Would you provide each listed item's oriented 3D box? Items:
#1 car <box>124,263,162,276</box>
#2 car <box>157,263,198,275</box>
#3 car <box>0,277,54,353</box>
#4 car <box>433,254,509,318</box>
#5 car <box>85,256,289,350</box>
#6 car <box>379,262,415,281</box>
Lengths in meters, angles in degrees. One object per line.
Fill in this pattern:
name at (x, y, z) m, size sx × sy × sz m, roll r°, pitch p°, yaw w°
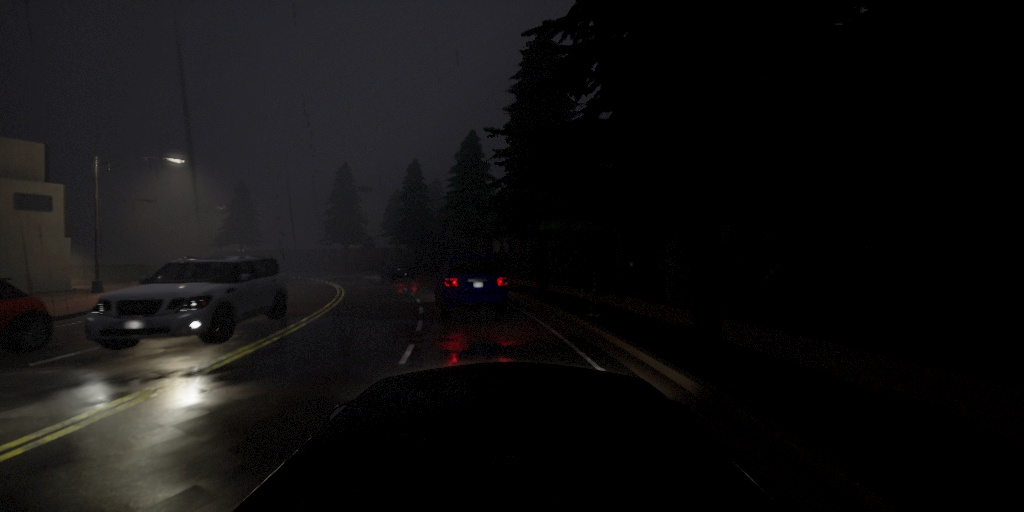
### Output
car at (-43.019, 1.569, 41.763) m, size 4.674 × 1.442 × 1.812 m, roll -1°, pitch 0°, yaw 27°
car at (-42.325, 1.574, 45.336) m, size 5.357 × 1.411 × 2.033 m, roll 0°, pitch 0°, yaw 27°
car at (-11.103, 1.195, 5.990) m, size 2.097 × 1.767 × 4.553 m, roll -1°, pitch 0°, yaw -9°
car at (-1.661, 0.955, 13.341) m, size 2.150 × 2.045 × 5.566 m, roll 0°, pitch 0°, yaw -14°
car at (-8.158, 1.025, 9.857) m, size 2.150 × 2.045 × 5.566 m, roll 0°, pitch 0°, yaw -13°
car at (-9.834, 1.254, 30.420) m, size 2.128 × 1.511 × 4.902 m, roll -1°, pitch 0°, yaw -35°
